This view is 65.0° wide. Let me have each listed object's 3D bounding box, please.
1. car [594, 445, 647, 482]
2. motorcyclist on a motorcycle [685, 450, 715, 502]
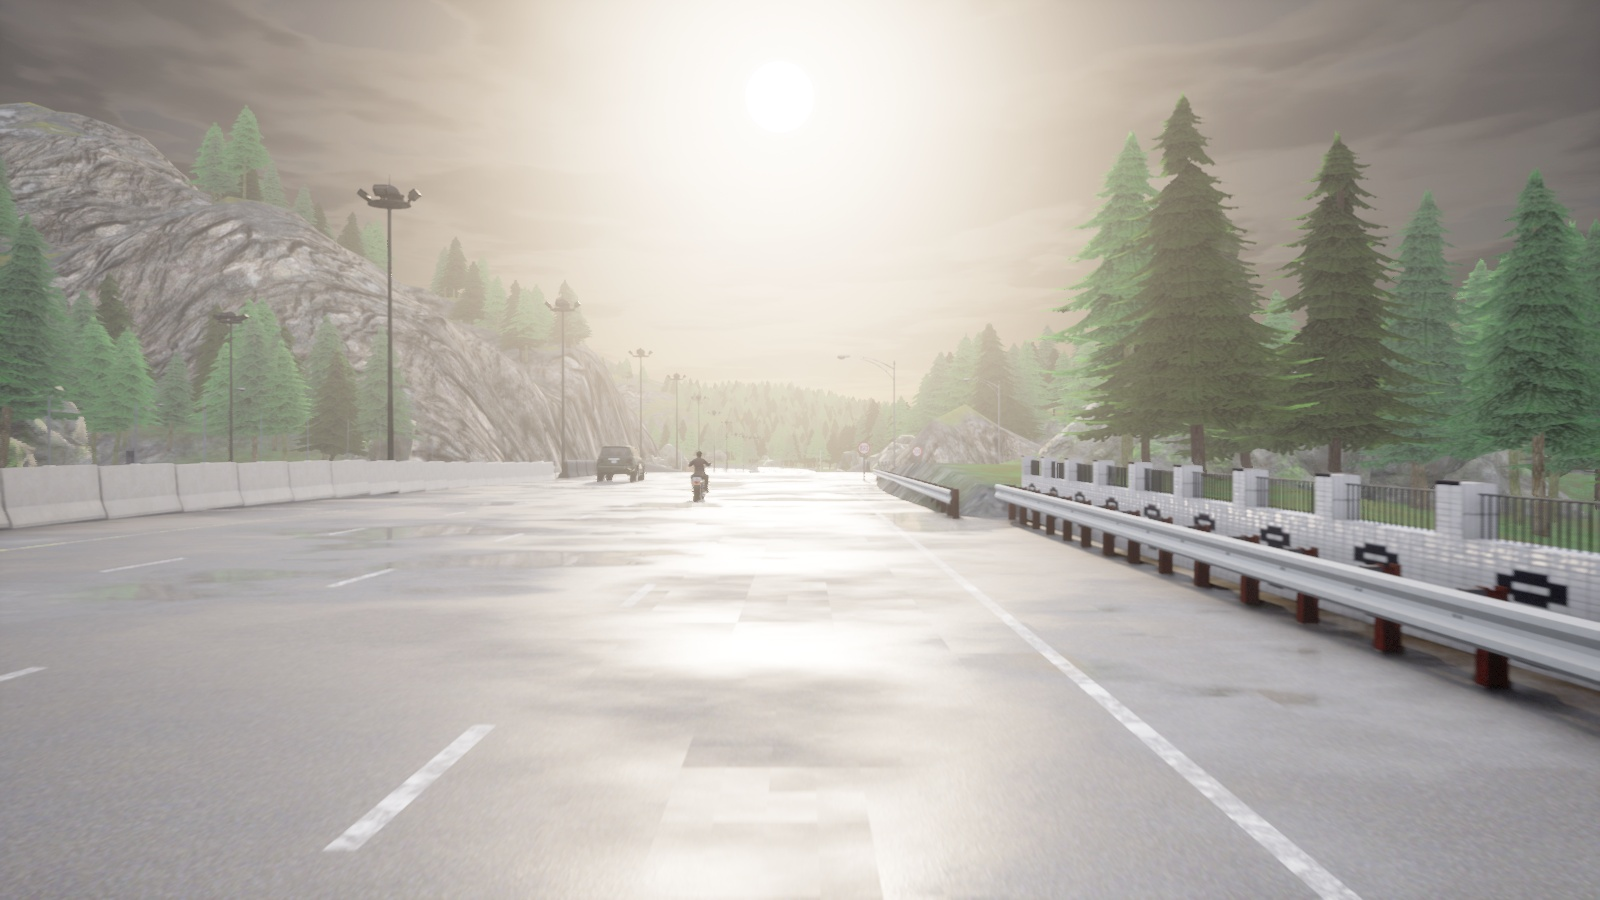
[{"bbox_3d":[-10.136,0.746,71.322,2.150,2.045,5.566,0,0,0],"label":"car"},{"bbox_3d":[-3.253,0.833,40.919,0.766,1.649,2.350,0,0,0],"label":"motorcyclist on a motorcycle"}]
